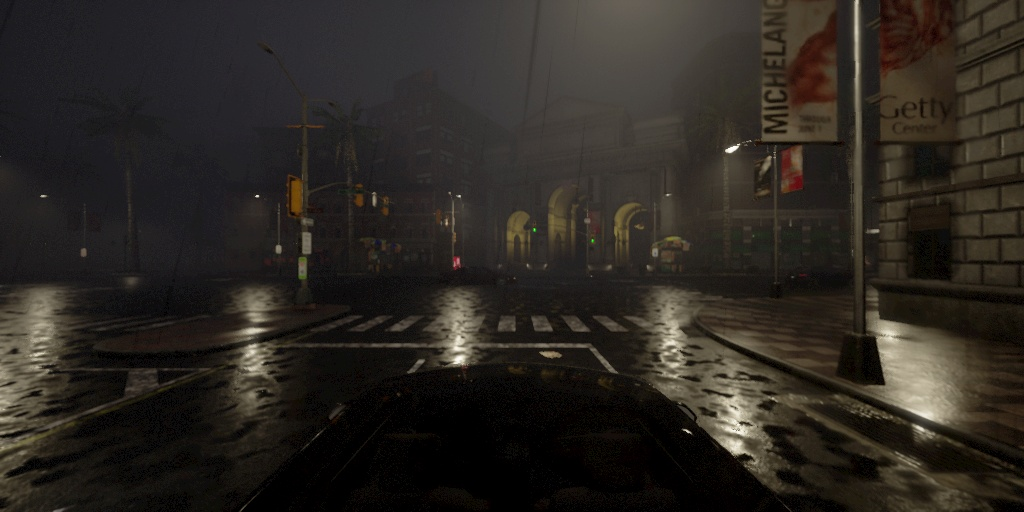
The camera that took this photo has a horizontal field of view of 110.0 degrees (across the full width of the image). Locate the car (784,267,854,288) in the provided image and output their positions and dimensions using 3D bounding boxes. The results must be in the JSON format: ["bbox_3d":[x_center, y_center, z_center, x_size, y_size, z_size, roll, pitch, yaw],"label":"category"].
[{"bbox_3d":[21.150,1.411,24.444,4.181,1.385,1.994,0,0,1],"label":"car"}]

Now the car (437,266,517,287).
[{"bbox_3d":[-2.338,1.396,24.670,5.357,1.411,2.033,0,0,1],"label":"car"}]
